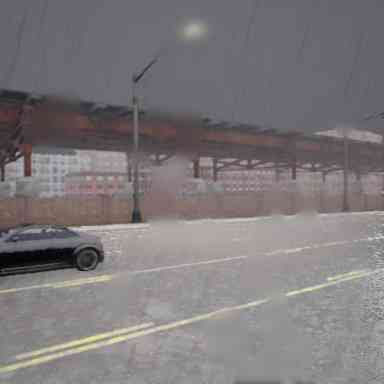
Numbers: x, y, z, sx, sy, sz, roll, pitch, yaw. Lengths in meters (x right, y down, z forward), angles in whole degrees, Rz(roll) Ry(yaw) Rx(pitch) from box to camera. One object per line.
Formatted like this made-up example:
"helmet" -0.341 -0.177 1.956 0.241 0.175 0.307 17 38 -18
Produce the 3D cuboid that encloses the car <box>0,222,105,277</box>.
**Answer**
"car" -4.603 1.562 9.299 4.181 1.385 1.994 1 0 -35
